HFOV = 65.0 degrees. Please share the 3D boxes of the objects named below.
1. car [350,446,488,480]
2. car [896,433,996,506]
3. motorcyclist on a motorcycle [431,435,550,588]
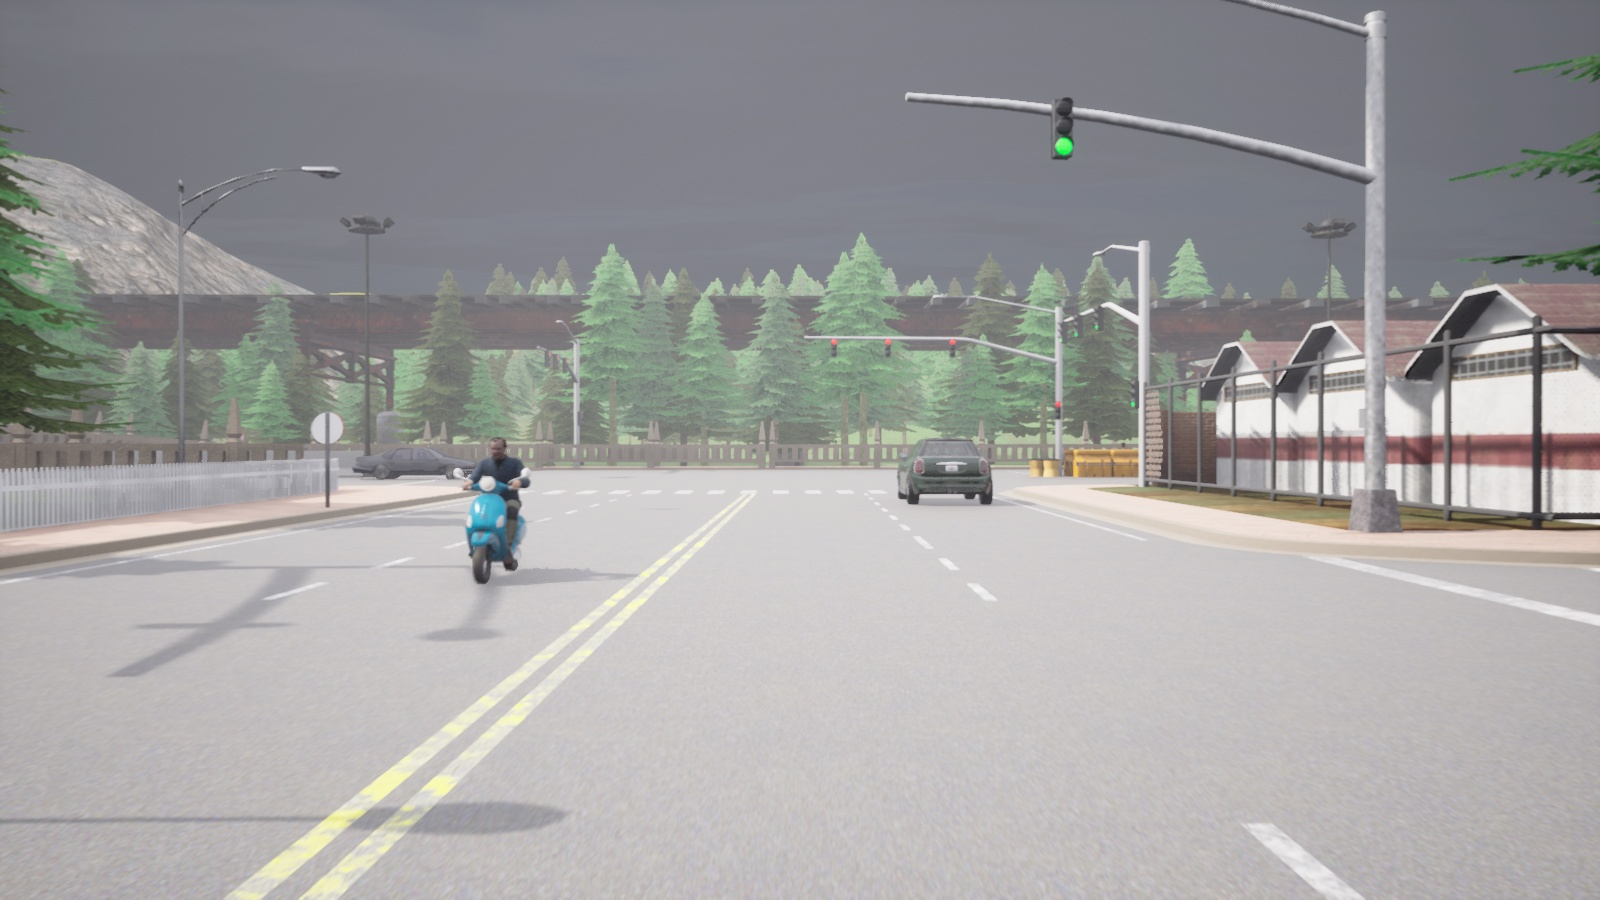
[{"bbox_3d":[-16.346,0.545,54.073,5.357,1.411,2.033,0,0,-1],"label":"car"},{"bbox_3d":[3.702,0.467,32.626,2.097,1.767,4.553,0,0,0],"label":"car"},{"bbox_3d":[-3.405,0.637,13.979,0.866,1.590,1.817,0,0,0],"label":"motorcyclist on a motorcycle"}]
